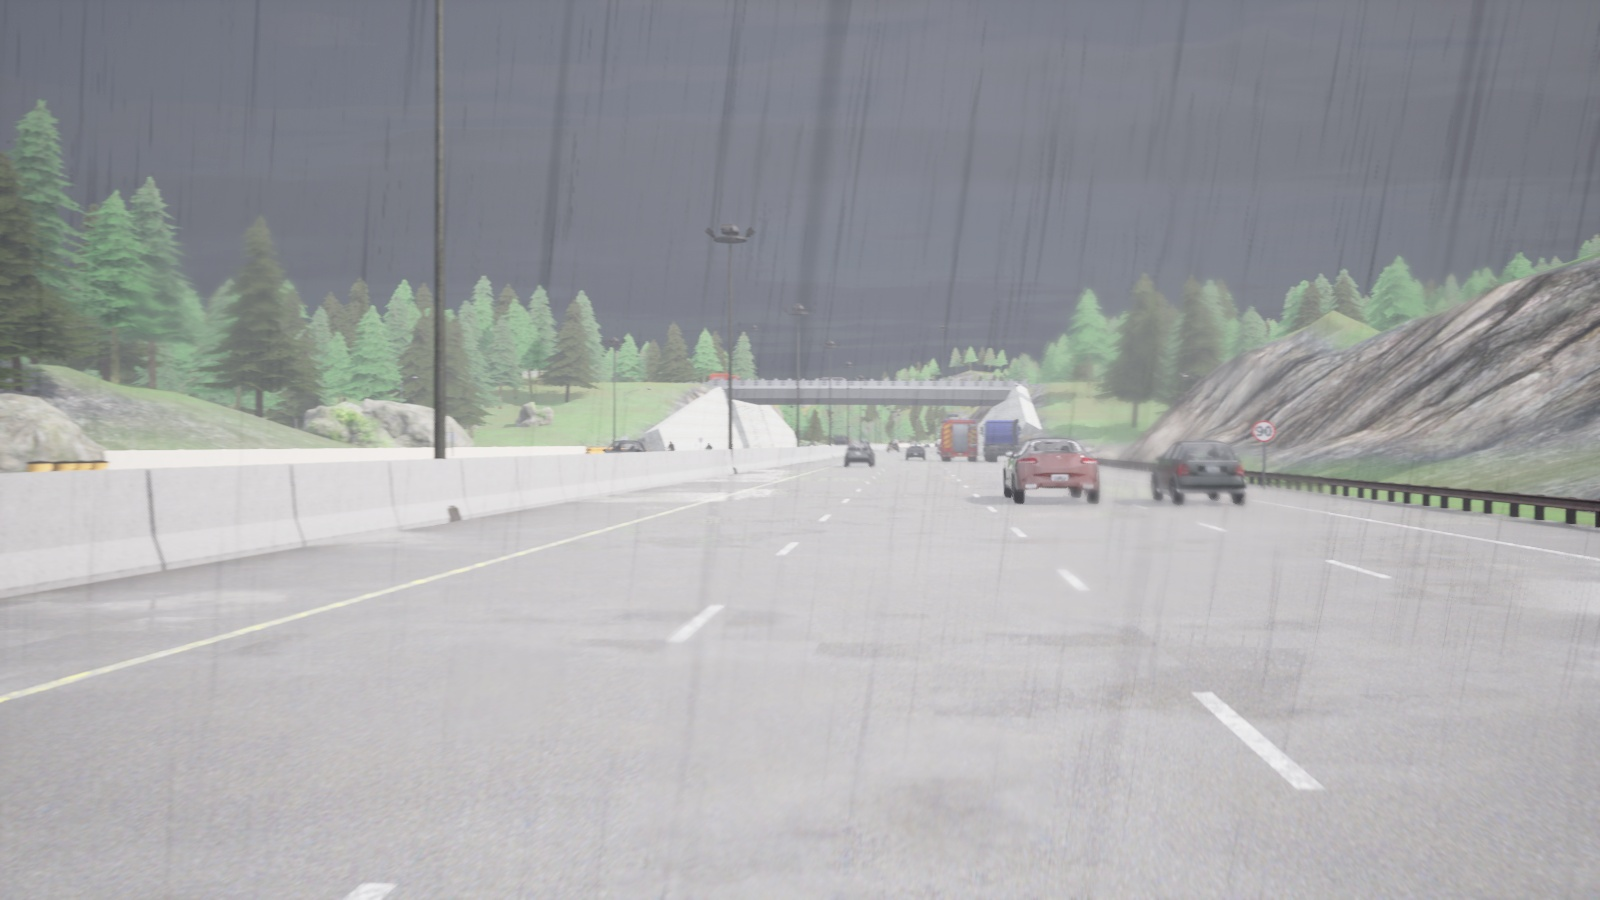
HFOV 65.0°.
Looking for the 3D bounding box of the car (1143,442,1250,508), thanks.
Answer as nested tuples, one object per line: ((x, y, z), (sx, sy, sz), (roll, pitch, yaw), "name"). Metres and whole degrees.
((9.798, 0.565, 31.310), (1.789, 1.549, 3.705), (0, 0, 5), "car")

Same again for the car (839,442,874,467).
((3.565, 0.252, 79.116), (2.007, 1.525, 4.514), (0, 0, 5), "car")

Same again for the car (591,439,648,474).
((-8.658, 0.288, 60.473), (1.851, 1.617, 3.988), (0, 0, 5), "car")

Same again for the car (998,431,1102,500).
((6.417, 0.351, 32.786), (2.152, 1.651, 5.027), (0, 0, 5), "car")
